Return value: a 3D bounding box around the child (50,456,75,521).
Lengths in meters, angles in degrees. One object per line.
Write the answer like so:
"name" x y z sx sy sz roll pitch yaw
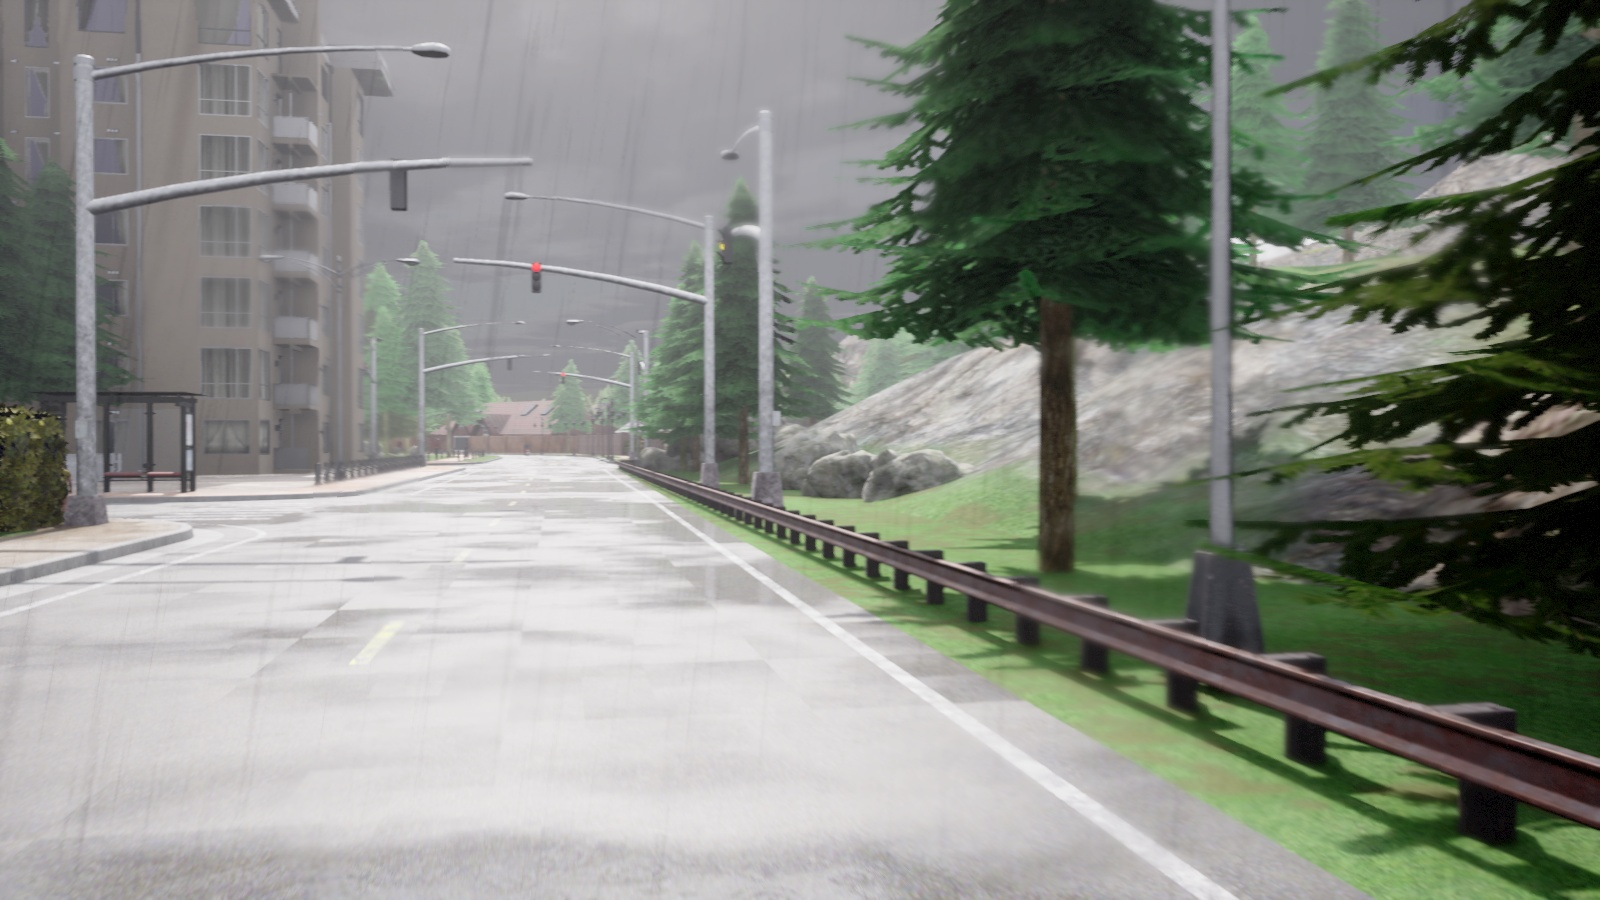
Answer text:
"child" -12.795 0.658 21.795 0.255 1.110 0.394 0 0 -9
